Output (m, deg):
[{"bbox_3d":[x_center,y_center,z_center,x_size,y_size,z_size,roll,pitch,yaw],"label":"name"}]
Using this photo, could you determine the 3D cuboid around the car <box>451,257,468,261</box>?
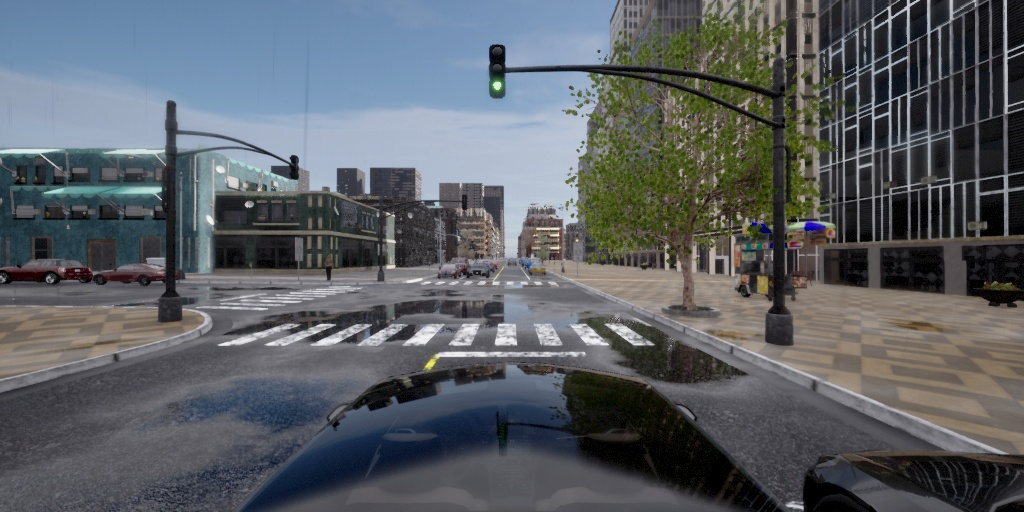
[{"bbox_3d":[-5.679,1.067,38.460,2.192,1.841,5.009,0,0,0],"label":"car"}]

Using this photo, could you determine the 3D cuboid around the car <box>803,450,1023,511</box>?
[{"bbox_3d":[2.691,1.316,0.431,1.948,1.339,4.313,0,0,0],"label":"car"}]

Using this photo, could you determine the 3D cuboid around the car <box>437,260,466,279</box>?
[{"bbox_3d":[-5.680,1.334,32.909,1.802,1.307,4.207,0,0,0],"label":"car"}]

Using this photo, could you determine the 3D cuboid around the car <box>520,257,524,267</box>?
[{"bbox_3d":[2.706,1.305,55.113,2.007,1.370,4.403,0,0,0],"label":"car"}]

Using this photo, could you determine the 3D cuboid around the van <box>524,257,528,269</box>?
[{"bbox_3d":[2.703,1.094,44.011,1.690,1.789,3.998,0,0,0],"label":"van"}]

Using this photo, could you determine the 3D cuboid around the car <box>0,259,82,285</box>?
[{"bbox_3d":[-28.363,0.879,21.751,4.097,1.591,1.967,0,0,-1],"label":"car"}]

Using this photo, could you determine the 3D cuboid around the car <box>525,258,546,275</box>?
[{"bbox_3d":[2.702,1.278,38.630,1.751,1.417,4.829,0,0,0],"label":"car"}]

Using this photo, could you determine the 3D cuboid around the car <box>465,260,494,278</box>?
[{"bbox_3d":[-3.089,1.316,33.733,1.994,1.385,4.181,0,0,0],"label":"car"}]

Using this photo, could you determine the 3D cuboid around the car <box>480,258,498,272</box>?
[{"bbox_3d":[-3.086,1.317,43.782,1.994,1.385,4.181,0,0,0],"label":"car"}]

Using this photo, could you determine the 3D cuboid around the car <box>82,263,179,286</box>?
[{"bbox_3d":[-22.815,1.090,21.828,4.207,1.307,1.802,0,0,-1],"label":"car"}]

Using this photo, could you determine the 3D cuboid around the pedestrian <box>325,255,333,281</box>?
[{"bbox_3d":[-12.742,0.788,24.916,0.375,1.860,0.375,0,-1,-1],"label":"pedestrian"}]
